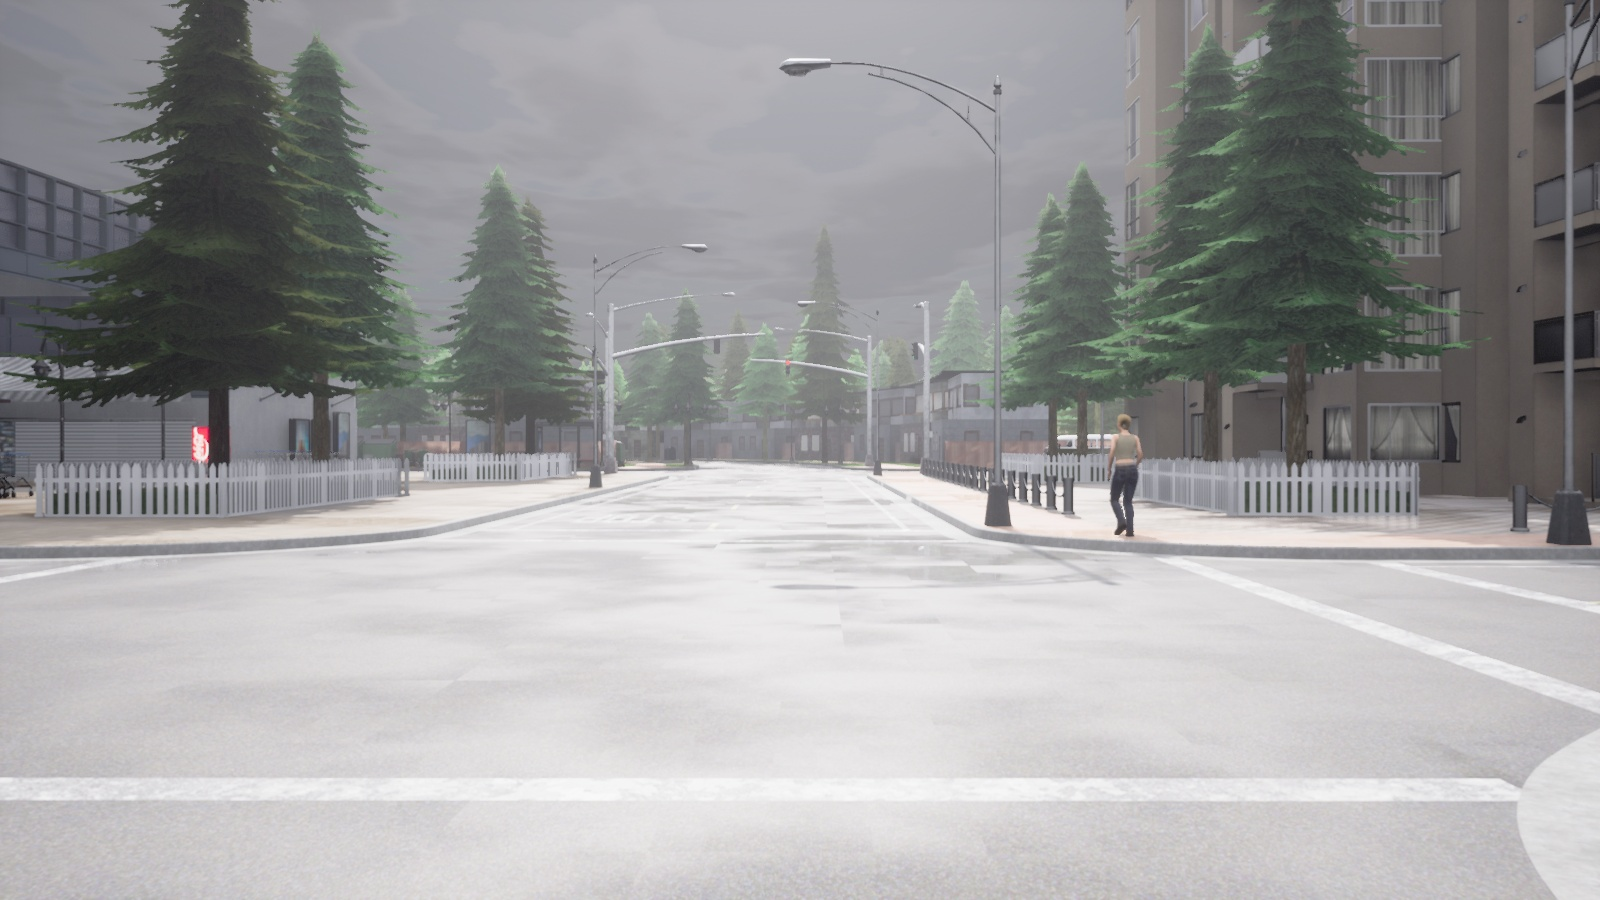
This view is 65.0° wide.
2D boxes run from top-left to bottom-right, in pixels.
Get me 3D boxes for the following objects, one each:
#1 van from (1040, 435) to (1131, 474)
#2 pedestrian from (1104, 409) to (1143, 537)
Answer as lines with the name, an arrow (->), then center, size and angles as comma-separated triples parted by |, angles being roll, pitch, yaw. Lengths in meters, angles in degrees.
van -> 15.399, 0.227, 67.805 | 4.480, 2.038, 2.069 | 0, 0, 2
pedestrian -> 4.724, 0.331, 18.360 | 0.345, 1.836, 0.594 | 0, 0, -8
